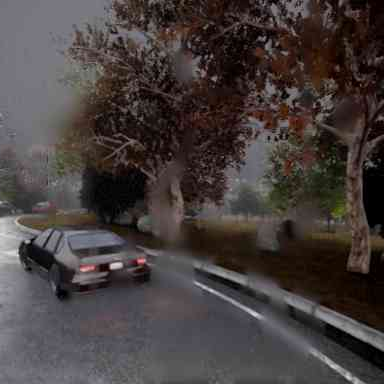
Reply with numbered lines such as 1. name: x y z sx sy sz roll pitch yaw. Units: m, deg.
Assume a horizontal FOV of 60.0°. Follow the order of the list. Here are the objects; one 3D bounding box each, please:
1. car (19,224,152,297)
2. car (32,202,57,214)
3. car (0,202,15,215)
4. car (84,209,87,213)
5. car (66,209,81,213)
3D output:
1. car: -3.086 1.556 8.778 2.033 1.411 5.357 0 0 -38
2. car: -23.004 2.501 52.103 2.150 2.045 5.566 0 -5 -4
3. car: -22.124 1.891 38.149 1.837 1.490 4.892 0 -2 -3
4. car: -20.474 3.824 68.222 2.150 2.045 5.566 0 -5 -4
5. car: -23.921 4.091 67.309 1.994 1.385 4.181 0 -5 -4
